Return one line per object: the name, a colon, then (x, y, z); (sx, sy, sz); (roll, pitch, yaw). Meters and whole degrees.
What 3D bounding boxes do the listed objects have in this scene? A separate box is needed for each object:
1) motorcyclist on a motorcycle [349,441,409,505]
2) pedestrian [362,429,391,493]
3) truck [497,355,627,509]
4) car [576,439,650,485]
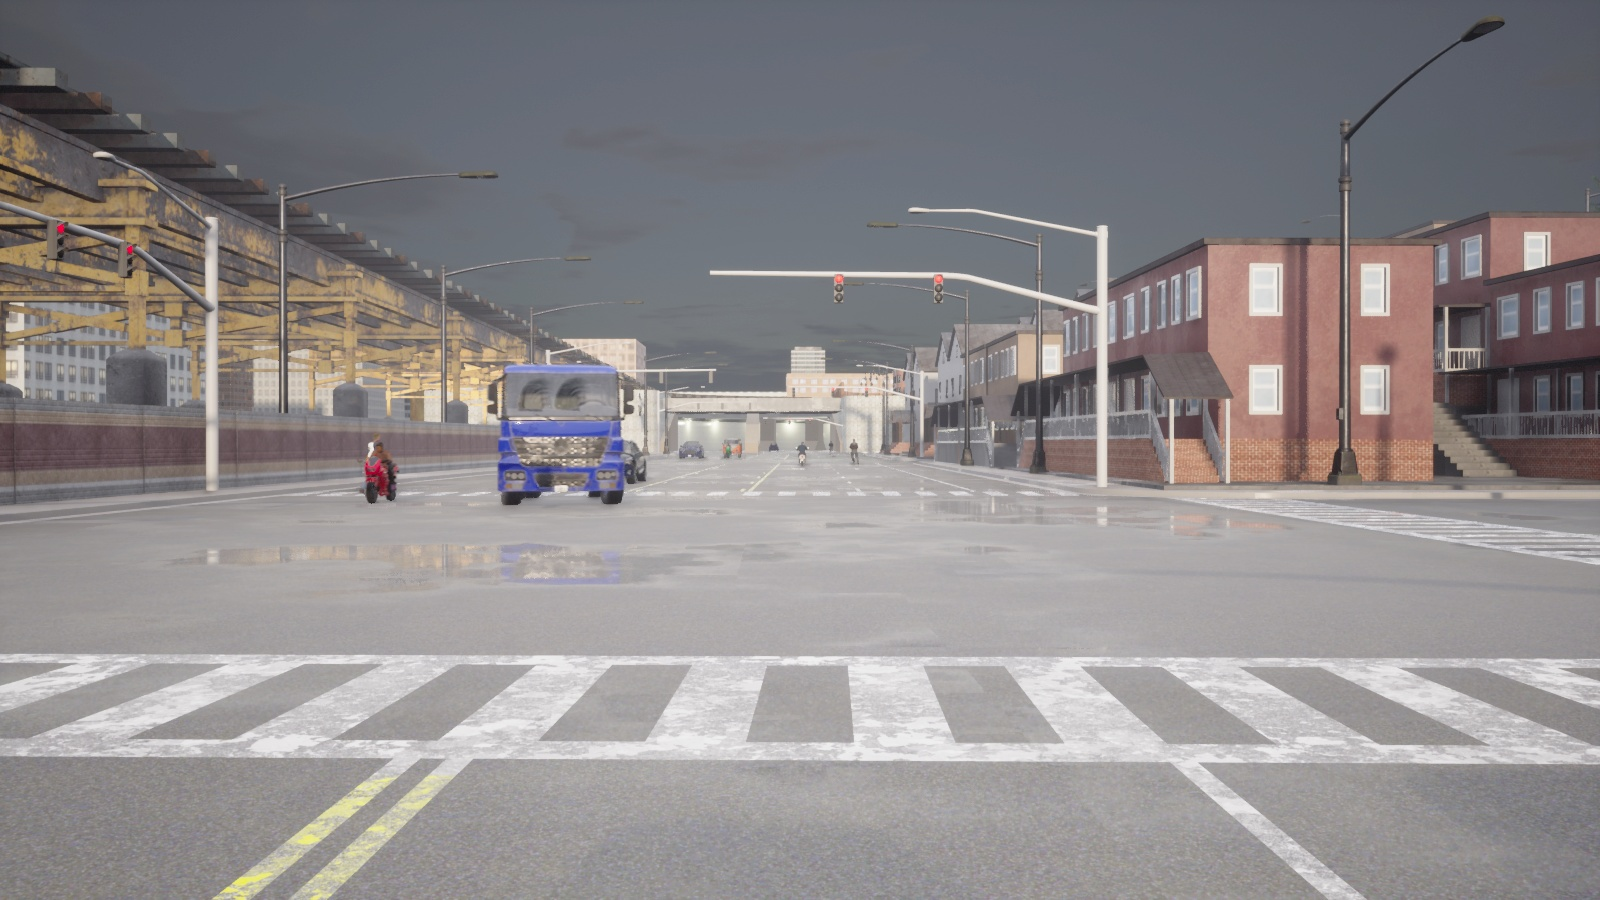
motorcyclist on a motorcycle: (-10.434, 0.544, 31.204); (0.797, 1.523, 2.044); (0, 0, 0)
pedestrian: (-12.407, 0.314, 36.794); (0.706, 1.836, 0.354); (0, 0, -38)
truck: (-6.117, -0.423, 32.447); (2.891, 3.462, 7.936); (0, 0, -10)
car: (-6.906, 0.406, 46.923); (2.033, 1.649, 4.856); (0, 0, 0)
